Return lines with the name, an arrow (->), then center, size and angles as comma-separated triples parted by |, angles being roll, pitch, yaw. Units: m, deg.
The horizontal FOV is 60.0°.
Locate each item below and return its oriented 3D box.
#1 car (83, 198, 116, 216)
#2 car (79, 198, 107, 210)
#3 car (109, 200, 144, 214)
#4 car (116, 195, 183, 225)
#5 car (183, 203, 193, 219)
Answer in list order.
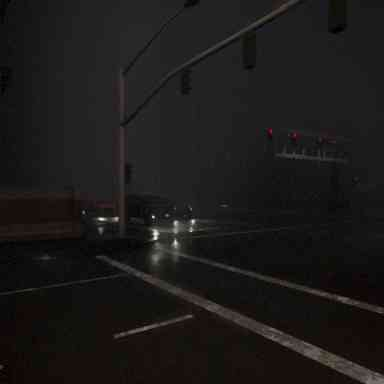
car -> -9.045, 1.478, 32.612 | 1.882, 1.535, 5.008 | 0, 0, -36
car -> -13.315, 1.547, 44.569 | 2.033, 1.411, 5.357 | 0, 0, -36
car -> -7.111, 1.601, 35.918 | 1.895, 1.301, 4.718 | 0, 0, -36
car -> -3.282, 1.222, 24.587 | 2.150, 2.045, 5.566 | 0, 0, -36
car -> -1.867, 1.352, 28.620 | 2.097, 1.767, 4.553 | 0, 0, -36
